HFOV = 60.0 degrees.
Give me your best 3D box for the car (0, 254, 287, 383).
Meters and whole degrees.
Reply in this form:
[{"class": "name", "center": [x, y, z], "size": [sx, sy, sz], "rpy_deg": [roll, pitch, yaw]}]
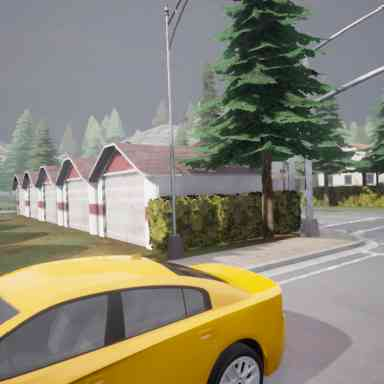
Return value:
[{"class": "car", "center": [-1.261, 1.451, 3.087], "size": [5.008, 1.535, 1.882], "rpy_deg": [-2, 1, -35]}]
